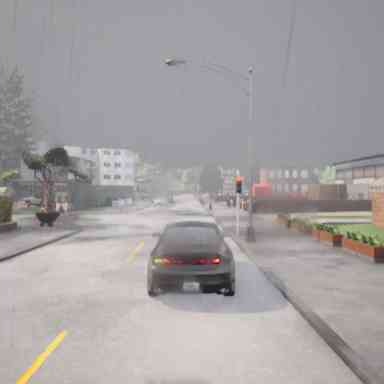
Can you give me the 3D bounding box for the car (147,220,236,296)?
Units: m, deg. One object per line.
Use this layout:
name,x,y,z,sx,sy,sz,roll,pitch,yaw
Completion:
car,-0.013,1.497,8.574,1.837,1.490,4.892,0,0,0

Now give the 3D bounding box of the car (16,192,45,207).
car,-20.132,0.944,42.247,1.905,1.878,3.866,0,0,34

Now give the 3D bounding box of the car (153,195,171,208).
car,-4.518,1.479,48.541,1.812,1.442,4.674,0,0,0

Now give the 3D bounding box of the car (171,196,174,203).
car,-4.611,1.429,64.975,2.128,1.511,4.902,0,0,0
